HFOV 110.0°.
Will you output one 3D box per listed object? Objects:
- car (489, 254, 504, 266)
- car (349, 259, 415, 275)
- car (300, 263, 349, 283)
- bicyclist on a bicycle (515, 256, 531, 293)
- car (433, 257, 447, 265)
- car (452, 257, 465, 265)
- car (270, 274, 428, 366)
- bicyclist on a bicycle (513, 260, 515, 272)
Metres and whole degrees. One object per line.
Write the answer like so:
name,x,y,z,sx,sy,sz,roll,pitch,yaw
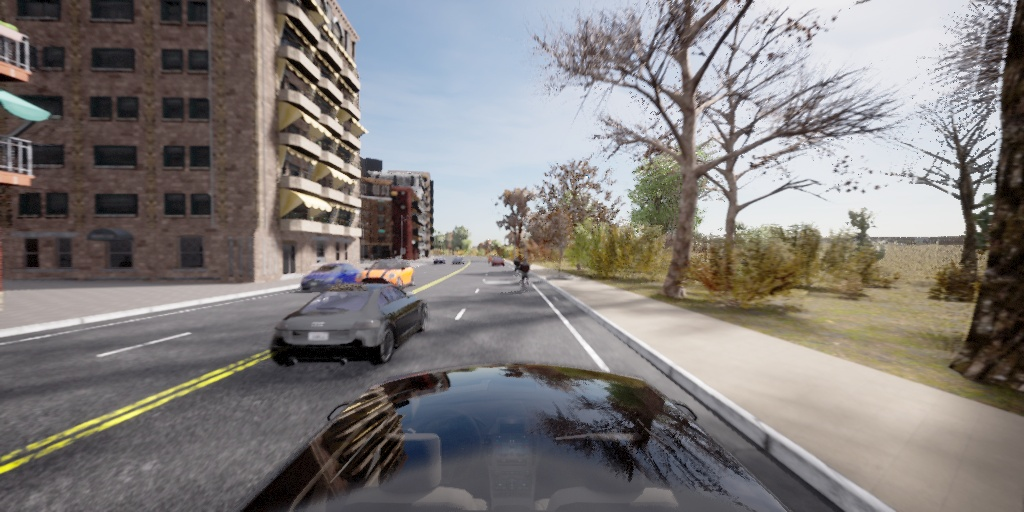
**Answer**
car,-2.289,0.845,58.435,1.994,1.385,4.181,0,1,-4
car,-6.855,0.968,19.850,2.097,1.767,4.553,0,0,-2
car,-10.124,1.143,20.510,1.812,1.442,4.674,0,0,-2
bicyclist on a bicycle,0.673,0.981,18.570,0.659,1.776,1.843,0,1,-1
car,-12.422,0.882,61.779,1.895,1.301,4.718,0,0,-4
car,-9.105,0.841,61.010,1.994,1.385,4.181,0,1,-4
car,-3.199,1.270,7.900,1.994,1.385,4.181,0,0,-1
bicyclist on a bicycle,0.388,0.906,27.641,0.659,1.776,1.843,0,1,-2
